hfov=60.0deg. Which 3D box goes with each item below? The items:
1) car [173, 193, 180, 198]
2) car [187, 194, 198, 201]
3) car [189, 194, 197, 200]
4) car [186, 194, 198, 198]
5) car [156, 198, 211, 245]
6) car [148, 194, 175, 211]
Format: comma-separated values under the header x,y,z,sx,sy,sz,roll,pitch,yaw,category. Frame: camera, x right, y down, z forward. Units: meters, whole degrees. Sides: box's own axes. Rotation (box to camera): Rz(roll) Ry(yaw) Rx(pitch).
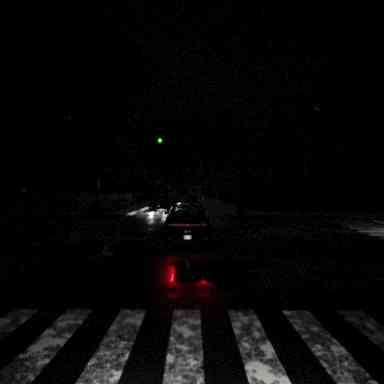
x,y,z,sx,sy,sz,roll,pitch,yaw,category
-2.968,1.133,43.162,1.895,1.301,4.718,0,0,1,car
0.124,1.041,63.705,1.994,1.385,4.181,0,0,1,car
0.292,1.066,77.952,1.895,1.301,4.718,0,0,1,car
-0.004,1.024,53.212,1.812,1.442,4.674,0,0,1,car
-0.208,1.330,14.679,2.128,1.511,4.902,0,3,-1,car
-3.098,1.144,32.927,1.994,1.385,4.181,0,0,1,car
